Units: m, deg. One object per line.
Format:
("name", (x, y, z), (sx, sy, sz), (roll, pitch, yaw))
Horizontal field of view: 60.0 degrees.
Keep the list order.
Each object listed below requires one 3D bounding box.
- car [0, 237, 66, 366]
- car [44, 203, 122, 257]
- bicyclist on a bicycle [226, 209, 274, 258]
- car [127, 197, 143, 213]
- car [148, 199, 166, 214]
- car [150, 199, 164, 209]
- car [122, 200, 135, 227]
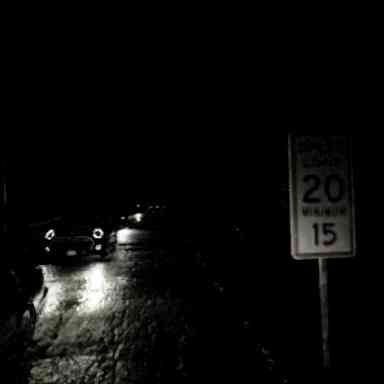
("car", (-3.130, 1.609, 3.432), (2.033, 1.411, 5.357), (-1, 0, -6))
("car", (-4.202, 1.431, 13.157), (2.097, 1.767, 4.553), (-1, 0, -6))
("bicyclist on a bicycle", (1.931, 1.396, 11.076), (1.656, 1.620, 0.582), (-1, 0, -6))
("car", (-6.943, 1.477, 39.023), (2.097, 1.767, 4.553), (-1, 0, -6))
("car", (-3.876, 1.613, 37.278), (2.033, 1.411, 5.357), (-1, 0, -6))
("car", (-5.145, 1.691, 48.999), (1.895, 1.301, 4.718), (-1, 0, -6))
("car", (-5.326, 1.603, 23.468), (1.837, 1.490, 4.892), (-1, 0, -6))
